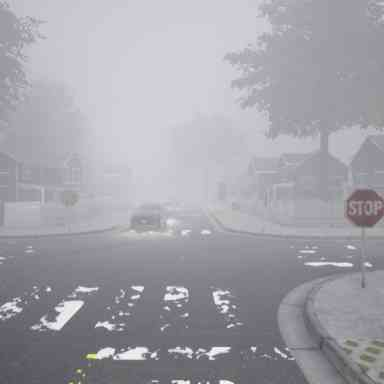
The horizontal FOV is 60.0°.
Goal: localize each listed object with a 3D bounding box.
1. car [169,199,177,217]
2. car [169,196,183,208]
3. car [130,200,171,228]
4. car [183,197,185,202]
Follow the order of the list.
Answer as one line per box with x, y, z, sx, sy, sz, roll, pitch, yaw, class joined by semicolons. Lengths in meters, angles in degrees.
-2.717;1.598;31.662;1.895;1.301;4.718;0;0;0;car
-2.702;1.498;49.253;1.837;1.490;4.892;0;0;0;car
-2.774;1.476;22.200;1.882;1.535;5.008;0;0;2;car
-2.679;1.535;74.568;1.994;1.385;4.181;0;0;0;car
